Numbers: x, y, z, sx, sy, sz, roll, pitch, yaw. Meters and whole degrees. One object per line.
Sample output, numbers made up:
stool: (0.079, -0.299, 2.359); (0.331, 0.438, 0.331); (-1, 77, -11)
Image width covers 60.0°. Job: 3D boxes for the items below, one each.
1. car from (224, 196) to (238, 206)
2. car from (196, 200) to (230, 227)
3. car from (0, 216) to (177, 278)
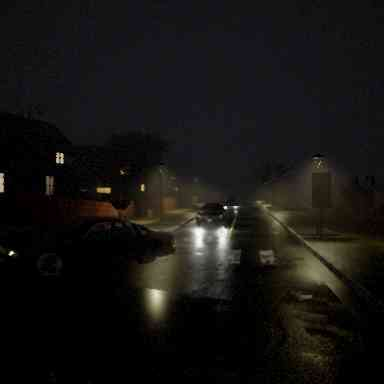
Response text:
car: (6.148, 1.465, 52.617); (1.837, 1.490, 4.892); (0, -1, 9)
car: (1.456, 1.511, 23.004); (1.812, 1.442, 4.674); (0, 0, 9)
car: (-2.875, 1.456, 9.986); (5.357, 1.411, 2.033); (6, 0, -45)
